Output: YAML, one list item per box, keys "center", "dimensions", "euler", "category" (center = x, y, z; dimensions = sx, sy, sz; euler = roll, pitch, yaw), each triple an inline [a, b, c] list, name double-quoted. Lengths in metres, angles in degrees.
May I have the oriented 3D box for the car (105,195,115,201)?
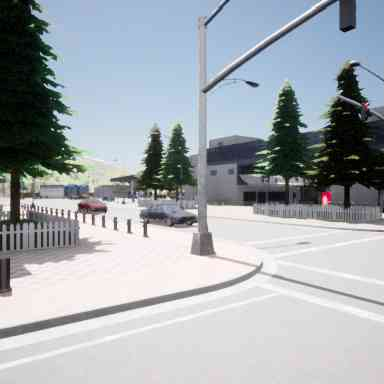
- center: [-18.887, 1.389, 75.015]
  dimensions: [1.845, 1.501, 3.633]
  euler: [0, 0, -37]
  category: "car"

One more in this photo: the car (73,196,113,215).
- center: [-10.461, 1.493, 34.783]
  dimensions: [1.882, 1.535, 5.008]
  euler: [0, 0, -37]
  category: "car"

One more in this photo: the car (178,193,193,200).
- center: [-1.776, 1.092, 88.018]
  dimensions: [1.905, 1.878, 3.866]
  euler: [0, 0, -37]
  category: "car"

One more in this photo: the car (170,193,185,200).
- center: [-3.866, 1.113, 85.958]
  dimensions: [1.932, 1.855, 4.605]
  euler: [0, 0, -37]
  category: "car"

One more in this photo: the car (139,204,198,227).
- center: [-1.790, 1.563, 23.252]
  dimensions: [2.033, 1.411, 5.357]
  euler: [0, 0, -37]
  category: "car"

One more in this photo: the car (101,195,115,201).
- center: [-20.905, 1.400, 82.753]
  dimensions: [1.970, 1.475, 3.806]
  euler: [0, 0, -37]
  category: "car"
